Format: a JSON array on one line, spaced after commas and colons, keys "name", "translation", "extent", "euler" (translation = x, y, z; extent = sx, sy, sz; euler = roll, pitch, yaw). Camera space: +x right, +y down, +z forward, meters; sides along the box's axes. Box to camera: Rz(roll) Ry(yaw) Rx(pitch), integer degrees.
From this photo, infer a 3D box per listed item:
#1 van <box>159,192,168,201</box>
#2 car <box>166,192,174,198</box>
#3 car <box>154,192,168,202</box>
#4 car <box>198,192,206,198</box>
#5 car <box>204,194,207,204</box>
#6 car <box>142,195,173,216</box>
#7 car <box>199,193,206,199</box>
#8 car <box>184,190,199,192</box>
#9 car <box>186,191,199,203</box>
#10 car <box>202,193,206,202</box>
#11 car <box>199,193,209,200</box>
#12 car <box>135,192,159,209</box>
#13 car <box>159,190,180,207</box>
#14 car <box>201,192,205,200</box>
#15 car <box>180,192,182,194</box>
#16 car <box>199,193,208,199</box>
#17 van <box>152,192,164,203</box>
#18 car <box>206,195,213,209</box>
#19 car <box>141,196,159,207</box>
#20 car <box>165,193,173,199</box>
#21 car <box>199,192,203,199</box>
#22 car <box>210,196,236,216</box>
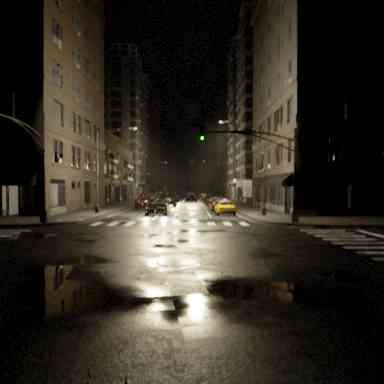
[{"name": "van", "translation": [-5.820, 0.841, 68.126], "extent": [1.690, 1.788, 3.998], "euler": [0, 0, 0]}, {"name": "car", "translation": [-5.937, 0.761, 90.230], "extent": [1.967, 1.590, 4.097], "euler": [0, 0, 0]}, {"name": "car", "translation": [-5.794, 0.858, 62.601], "extent": [2.192, 1.841, 5.009], "euler": [0, 0, 0]}, {"name": "car", "translation": [2.589, 0.760, 90.273], "extent": [1.967, 1.590, 4.097], "euler": [0, 0, 0]}, {"name": "car", "translation": [2.845, 1.262, 40.543], "extent": [2.008, 1.369, 4.403], "euler": [0, 0, 0]}, {"name": "car", "translation": [-3.046, 1.294, 29.888], "extent": [1.837, 1.490, 4.892], "euler": [0, 0, 0]}, {"name": "car", "translation": [2.618, 0.946, 84.749], "extent": [1.802, 1.307, 4.206], "euler": [0, 0, 0]}, {"name": "car", "translation": [-0.158, 0.983, 69.045], "extent": [2.128, 1.511, 4.902], "euler": [0, 0, 0]}, {"name": "car", "translation": [-0.107, 1.097, 59.010], "extent": [1.812, 1.442, 4.674], "euler": [0, 0, 0]}, {"name": "car", "translation": [2.817, 1.236, 46.069], "extent": [1.947, 1.339, 4.313], "euler": [0, 0, 0]}, {"name": "car", "translation": [2.674, 1.005, 73.698], "extent": [2.008, 1.369, 4.403], "euler": [0, 0, 0]}, {"name": "car", "translation": [-5.681, 1.027, 40.498], "extent": [2.192, 1.841, 5.009], "euler": [0, 0, 0]}, {"name": "car", "translation": [-3.104, 0.910, 43.636], "extent": [2.150, 2.045, 5.566], "euler": [0, 0, 0]}, {"name": "car", "translation": [2.788, 1.173, 51.595], "extent": [1.887, 1.381, 4.507], "euler": [0, 0, 0]}, {"name": "car", "translation": [-3.135, 1.179, 58.094], "extent": [1.895, 1.301, 4.718], "euler": [0, 0, 0]}, {"name": "car", "translation": [2.646, 0.960, 79.223], "extent": [2.008, 1.369, 4.403], "euler": [0, 0, 0]}, {"name": "van", "translation": [-5.766, 0.928, 57.075], "extent": [1.690, 1.788, 3.998], "euler": [0, 0, 0]}, {"name": "car", "translation": [2.873, 1.192, 35.016], "extent": [1.967, 1.590, 4.097], "euler": [0, 0, 0]}, {"name": "car", "translation": [-5.709, 1.222, 46.026], "extent": [2.008, 1.369, 4.403], "euler": [0, 0, 0]}, {"name": "car", "translation": [-5.907, 0.892, 84.535], "extent": [1.752, 1.417, 4.829], "euler": [0, 0, 0]}, {"name": "car", "translation": [2.760, 1.137, 57.120], "extent": [2.008, 1.369, 4.403], "euler": [0, 0, 0]}, {"name": "car", "translation": [2.901, 1.316, 29.662], "extent": [1.752, 1.417, 4.829], "euler": [0, 0, 0]}]
